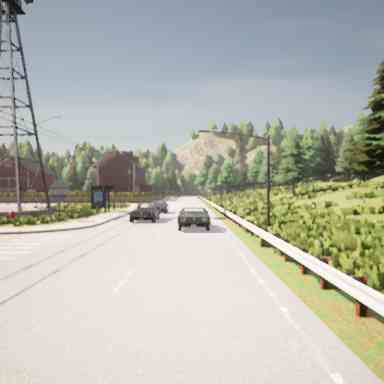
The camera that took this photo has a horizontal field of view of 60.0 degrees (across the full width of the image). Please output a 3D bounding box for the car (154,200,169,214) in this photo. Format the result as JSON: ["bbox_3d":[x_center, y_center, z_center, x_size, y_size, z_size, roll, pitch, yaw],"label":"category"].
[{"bbox_3d":[-3.540,1.557,35.317,1.994,1.385,4.181,0,0,1],"label":"car"}]

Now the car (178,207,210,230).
[{"bbox_3d":[0.114,1.597,20.963,1.895,1.301,4.718,0,0,0],"label":"car"}]

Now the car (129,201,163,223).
[{"bbox_3d":[-3.577,1.596,25.710,1.895,1.301,4.718,0,0,0],"label":"car"}]
